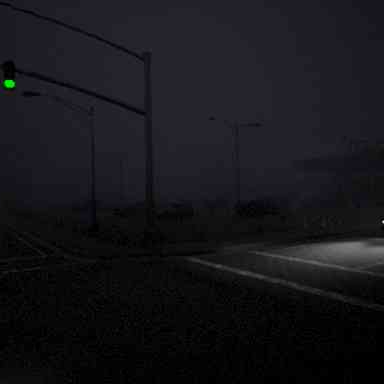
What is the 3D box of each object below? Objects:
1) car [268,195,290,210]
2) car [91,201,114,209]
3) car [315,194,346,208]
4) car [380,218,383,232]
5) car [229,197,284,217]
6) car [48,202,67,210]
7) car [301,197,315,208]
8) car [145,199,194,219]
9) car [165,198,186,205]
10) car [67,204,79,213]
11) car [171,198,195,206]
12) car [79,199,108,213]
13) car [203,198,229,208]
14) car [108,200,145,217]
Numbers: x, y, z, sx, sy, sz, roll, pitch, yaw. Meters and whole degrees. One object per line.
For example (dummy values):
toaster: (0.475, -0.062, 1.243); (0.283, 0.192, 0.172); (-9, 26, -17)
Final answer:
car: (10.357, 1.350, 42.344); (4.605, 1.855, 1.932); (-1, -1, -35)
car: (-17.534, 2.455, 64.973); (3.806, 1.475, 1.970); (-1, -1, -35)
car: (18.704, 1.166, 44.079); (3.866, 1.878, 1.905); (-1, -1, -35)
car: (10.935, 1.397, 15.768); (4.718, 1.301, 1.895); (-1, -1, -34)
car: (6.023, 1.536, 30.959); (4.514, 1.523, 2.007); (-1, -1, -35)
car: (-25.339, 2.596, 63.239); (3.633, 1.501, 1.845); (-1, -1, -35)
car: (17.337, 1.509, 47.164); (3.806, 1.475, 1.970); (-1, -1, -35)
car: (-1.862, 1.632, 29.999); (3.806, 1.475, 1.970); (-1, -1, -35)
car: (-3.868, 2.238, 77.957); (4.514, 1.523, 2.007); (-1, -1, -35)
car: (-14.963, 1.949, 47.832); (4.605, 1.855, 1.932); (-1, -1, -35)
car: (-2.053, 2.165, 75.398); (5.027, 1.636, 2.152); (-1, -1, -35)
car: (-12.983, 1.866, 45.668); (3.866, 1.878, 1.905); (-1, -1, -35)
car: (3.914, 1.791, 53.021); (4.514, 1.523, 2.007); (-1, -1, -35)
car: (-5.755, 1.686, 35.111); (5.027, 1.636, 2.152); (-1, -1, -35)
